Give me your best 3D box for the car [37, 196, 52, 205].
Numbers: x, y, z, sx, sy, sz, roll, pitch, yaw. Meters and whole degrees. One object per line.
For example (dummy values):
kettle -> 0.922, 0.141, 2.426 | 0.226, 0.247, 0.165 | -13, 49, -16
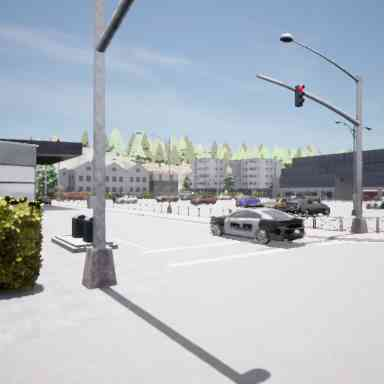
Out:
car -> -25.230, 1.491, 56.513 | 2.128, 1.511, 4.902 | 0, 0, -35

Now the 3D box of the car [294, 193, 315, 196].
car -> 20.681, 1.097, 58.608 | 4.605, 1.855, 1.932 | 0, 0, -35

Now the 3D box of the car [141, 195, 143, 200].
car -> -15.379, 1.163, 87.960 | 4.553, 1.767, 2.097 | 0, 0, -35

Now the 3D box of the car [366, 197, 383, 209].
car -> 23.426, 1.384, 41.489 | 3.806, 1.475, 1.970 | 0, 0, -35

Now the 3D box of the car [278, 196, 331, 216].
car -> 9.883, 1.339, 28.375 | 4.514, 1.523, 2.007 | 0, 0, -35

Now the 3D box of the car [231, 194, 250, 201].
car -> 7.546, 1.319, 45.021 | 3.633, 1.501, 1.845 | 0, 0, -35

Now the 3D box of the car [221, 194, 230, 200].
car -> 7.406, 1.232, 76.314 | 3.806, 1.475, 1.970 | 0, 0, -35

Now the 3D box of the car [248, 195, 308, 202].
car -> 8.043, 1.330, 30.916 | 5.027, 1.636, 2.152 | 0, 0, -35

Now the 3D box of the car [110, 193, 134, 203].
car -> -13.030, 1.077, 62.039 | 3.866, 1.878, 1.905 | 0, 0, -35

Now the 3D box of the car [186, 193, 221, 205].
car -> 1.855, 1.298, 53.236 | 4.514, 1.523, 2.007 | 0, 0, -35

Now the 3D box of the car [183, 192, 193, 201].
car -> -0.470, 1.298, 75.277 | 4.514, 1.523, 2.007 | 0, 0, -35

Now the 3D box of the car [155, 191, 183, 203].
car -> -4.698, 1.097, 63.853 | 4.605, 1.855, 1.932 | 0, 0, -35

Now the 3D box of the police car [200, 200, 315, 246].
police car -> 2.834, 1.425, 15.739 | 1.930, 1.638, 5.238 | 0, 0, -35

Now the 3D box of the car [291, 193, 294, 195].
car -> 18.678, 1.076, 60.753 | 3.866, 1.878, 1.905 | 0, 0, -35

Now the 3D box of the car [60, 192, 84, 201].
car -> -28.611, 1.033, 78.763 | 5.566, 2.045, 2.150 | 0, 0, -35

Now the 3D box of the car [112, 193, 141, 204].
car -> -11.626, 1.361, 58.964 | 3.806, 1.475, 1.970 | 0, 0, -35
